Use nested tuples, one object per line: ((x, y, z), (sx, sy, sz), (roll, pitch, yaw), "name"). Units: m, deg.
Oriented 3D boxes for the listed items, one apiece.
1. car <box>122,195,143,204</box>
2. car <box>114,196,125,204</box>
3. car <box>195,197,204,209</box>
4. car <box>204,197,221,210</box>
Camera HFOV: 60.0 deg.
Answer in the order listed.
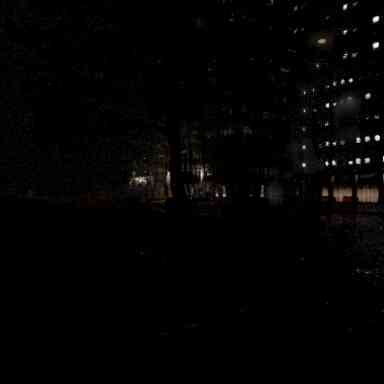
((-10.484, 1.279, 58.482), (1.882, 1.535, 5.008), (1, -1, -34), "car")
((-13.293, 1.331, 56.832), (1.994, 1.385, 4.181), (1, 0, -34), "car")
((-1.144, 1.277, 38.512), (1.882, 1.535, 5.008), (1, 0, -34), "car")
((1.560, 1.359, 40.317), (1.812, 1.442, 4.674), (1, 0, -34), "car")
